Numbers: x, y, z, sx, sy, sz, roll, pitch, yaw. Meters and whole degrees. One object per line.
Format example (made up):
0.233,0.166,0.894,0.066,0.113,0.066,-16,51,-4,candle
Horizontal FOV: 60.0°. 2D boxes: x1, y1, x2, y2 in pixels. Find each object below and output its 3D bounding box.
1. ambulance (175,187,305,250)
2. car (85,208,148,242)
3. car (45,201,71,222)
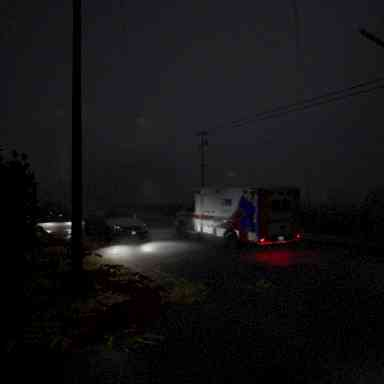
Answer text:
1.640,1.029,14.639,2.351,2.431,6.366,0,0,-35,ambulance
-3.924,1.526,16.548,1.812,1.442,4.674,0,0,-36,car
-11.143,1.506,26.643,1.837,1.490,4.892,0,0,-35,car
